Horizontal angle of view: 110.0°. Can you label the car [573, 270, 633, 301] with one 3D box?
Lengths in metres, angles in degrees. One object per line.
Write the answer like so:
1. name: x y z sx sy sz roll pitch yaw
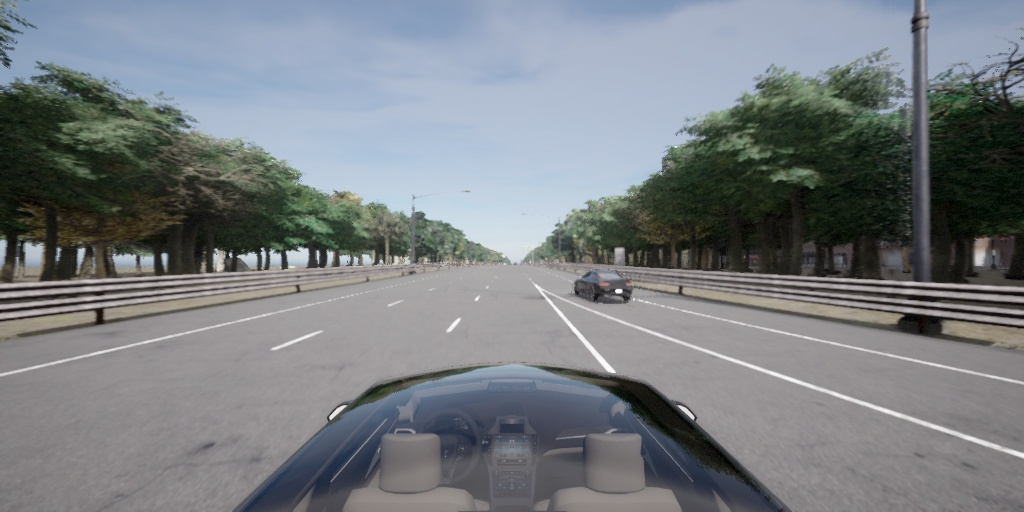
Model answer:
1. car: 4.503 1.422 18.220 1.812 1.442 4.674 0 0 -6
